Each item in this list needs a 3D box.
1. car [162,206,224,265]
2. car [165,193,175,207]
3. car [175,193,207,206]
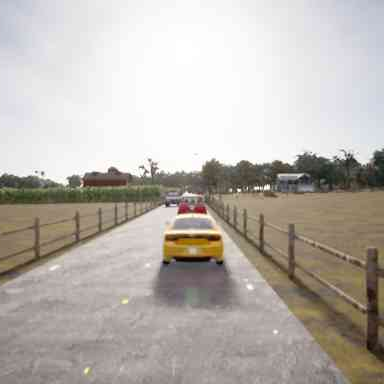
[{"bbox_3d":[0.039,1.498,11.815,1.882,1.535,5.008,0,0,0],"label":"car"},{"bbox_3d":[-2.834,1.174,50.165,2.150,2.045,5.566,0,0,0],"label":"car"},{"bbox_3d":[0.038,1.240,26.535,2.150,2.045,5.566,0,0,1],"label":"car"}]
